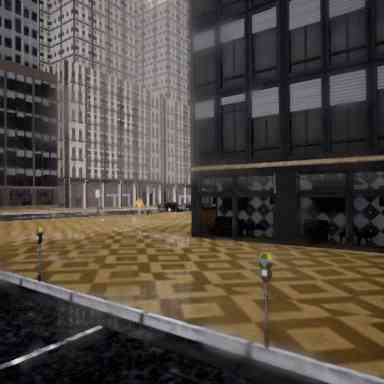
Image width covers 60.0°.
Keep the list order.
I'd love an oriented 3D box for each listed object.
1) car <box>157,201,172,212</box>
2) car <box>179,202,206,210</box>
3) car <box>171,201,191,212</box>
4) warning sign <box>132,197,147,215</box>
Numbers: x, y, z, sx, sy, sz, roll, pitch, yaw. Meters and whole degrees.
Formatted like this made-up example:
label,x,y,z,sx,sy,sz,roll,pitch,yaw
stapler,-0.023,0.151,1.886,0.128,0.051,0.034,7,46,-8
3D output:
label,x,y,z,sx,sy,sz,roll,pitch,yaw
car,-3.165,2.169,50.145,1.837,1.490,4.892,-1,-1,36
car,0.122,2.450,60.131,2.033,1.411,5.357,-1,-1,36
car,-0.542,2.191,48.225,1.994,1.385,4.181,-1,-1,36
warning sign,-5.715,1.498,36.317,1.300,1.860,1.060,0,0,36
